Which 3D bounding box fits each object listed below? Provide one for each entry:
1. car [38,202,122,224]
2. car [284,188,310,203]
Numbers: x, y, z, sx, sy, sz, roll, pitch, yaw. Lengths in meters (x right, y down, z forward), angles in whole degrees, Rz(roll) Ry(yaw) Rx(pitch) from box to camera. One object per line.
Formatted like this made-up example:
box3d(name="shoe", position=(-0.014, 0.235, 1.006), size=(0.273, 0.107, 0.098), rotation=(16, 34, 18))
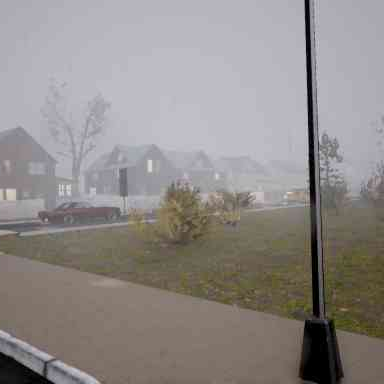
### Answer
box3d(name="car", position=(-6.726, 1.253, 20.442), size=(1.895, 1.301, 4.718), rotation=(-2, -1, 43))
box3d(name="car", position=(13.946, 0.594, 42.269), size=(1.882, 1.535, 5.008), rotation=(-2, -1, 44))
